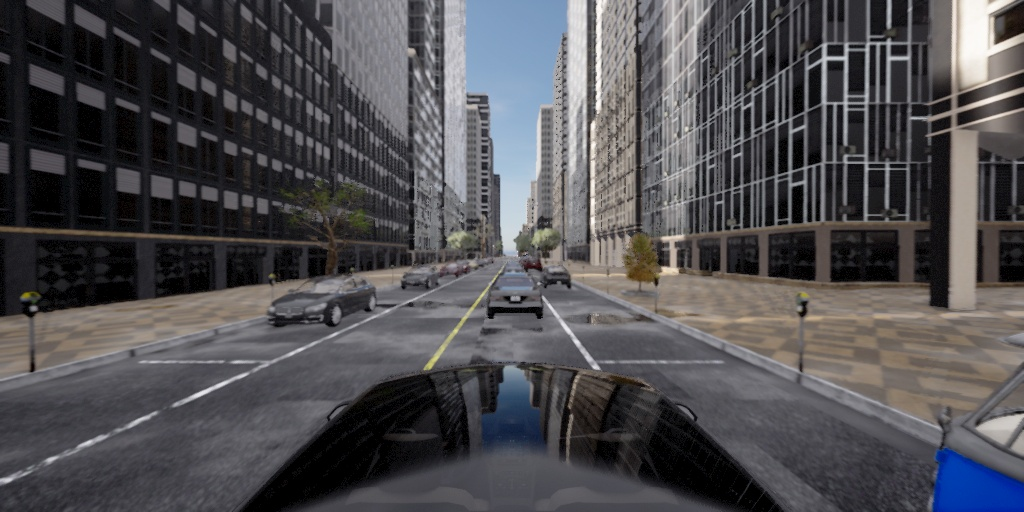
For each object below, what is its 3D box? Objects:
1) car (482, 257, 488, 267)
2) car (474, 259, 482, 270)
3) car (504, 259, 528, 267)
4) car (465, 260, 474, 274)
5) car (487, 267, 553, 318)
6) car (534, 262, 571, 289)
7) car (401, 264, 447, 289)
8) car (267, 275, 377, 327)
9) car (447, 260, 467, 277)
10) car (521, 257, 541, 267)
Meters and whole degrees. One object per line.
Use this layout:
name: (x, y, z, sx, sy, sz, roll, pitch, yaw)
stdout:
car: (-5.711, 1.276, 62.484, 1.948, 1.339, 4.313, 0, 0, 0)
car: (-5.706, 1.244, 50.946, 1.751, 1.417, 4.829, 0, 0, 0)
car: (0.094, 1.279, 31.699, 2.033, 1.411, 5.357, 0, 0, 0)
car: (-5.703, 1.166, 39.749, 1.967, 1.591, 4.097, 0, 0, 0)
car: (0.098, 1.291, 12.985, 2.033, 1.411, 5.357, 0, 0, 0)
car: (2.683, 1.288, 22.700, 2.007, 1.370, 4.403, 0, 0, 0)
car: (-5.698, 1.287, 22.698, 2.007, 1.370, 4.403, 0, 0, 0)
car: (-5.694, 1.295, 11.331, 2.007, 1.370, 4.403, 0, 0, 0)
car: (-5.702, 1.312, 34.065, 1.802, 1.307, 4.207, 0, 0, 0)
car: (2.676, 1.037, 45.435, 2.192, 1.841, 5.009, 0, 0, 0)
